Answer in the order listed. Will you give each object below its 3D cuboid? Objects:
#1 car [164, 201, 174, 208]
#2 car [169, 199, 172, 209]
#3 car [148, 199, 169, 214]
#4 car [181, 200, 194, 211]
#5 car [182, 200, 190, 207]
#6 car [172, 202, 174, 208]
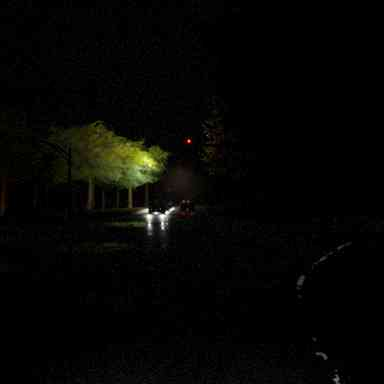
[{"bbox_3d":[-4.707,2.534,68.213,1.895,1.301,4.718,0,-2,-1],"label":"car"},{"bbox_3d":[-4.353,2.057,49.051,1.812,1.442,4.674,0,-1,-1],"label":"car"},{"bbox_3d":[-4.153,1.884,40.058,1.837,1.490,4.892,0,-1,-1],"label":"car"},{"bbox_3d":[-0.675,2.127,48.787,1.895,1.301,4.718,0,-1,-1],"label":"car"},{"bbox_3d":[-1.473,2.787,80.615,1.882,1.535,5.008,0,-2,-1],"label":"car"},{"bbox_3d":[-4.545,2.046,57.983,2.097,1.767,4.553,0,-1,-1],"label":"car"}]
